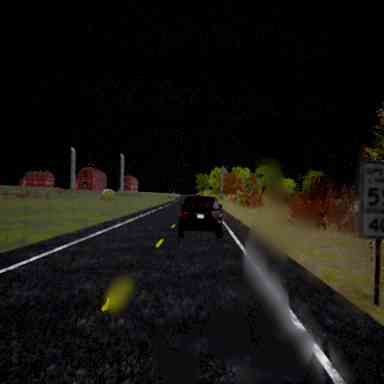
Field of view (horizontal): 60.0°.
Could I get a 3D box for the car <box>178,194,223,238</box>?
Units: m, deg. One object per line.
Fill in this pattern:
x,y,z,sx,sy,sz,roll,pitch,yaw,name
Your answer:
0.473,1.235,18.152,2.150,2.045,5.566,2,0,2,car
